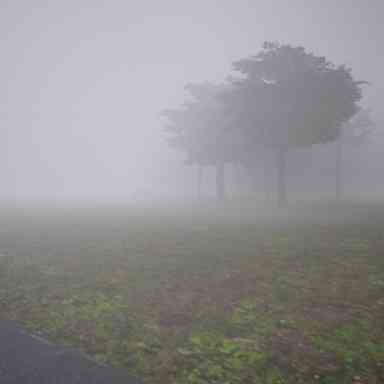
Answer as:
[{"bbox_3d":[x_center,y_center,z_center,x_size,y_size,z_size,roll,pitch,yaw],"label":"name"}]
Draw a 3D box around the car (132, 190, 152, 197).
[{"bbox_3d":[-10.814,0.279,71.682,1.882,1.535,5.008,2,2,36],"label":"car"}]
